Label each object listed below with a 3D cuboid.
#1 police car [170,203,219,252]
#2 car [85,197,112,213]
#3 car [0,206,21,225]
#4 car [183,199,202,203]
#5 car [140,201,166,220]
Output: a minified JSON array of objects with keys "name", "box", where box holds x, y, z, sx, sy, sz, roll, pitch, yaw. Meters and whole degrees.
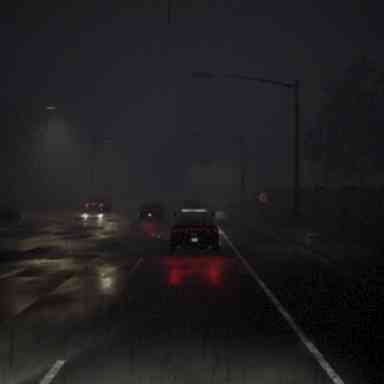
[{"name":"police car","box":[0.094,1.531,14.650,1.930,1.638,5.238,0,0,0]},{"name":"car","box":[-10.515,1.405,37.599,2.097,1.767,4.553,0,1,0]},{"name":"car","box":[-14.098,1.673,23.798,1.994,1.385,4.181,0,0,0]},{"name":"car","box":[0.085,1.502,36.792,2.128,1.511,4.902,0,1,0]},{"name":"car","box":[-3.412,1.589,29.291,1.837,1.490,4.892,0,0,0]}]
